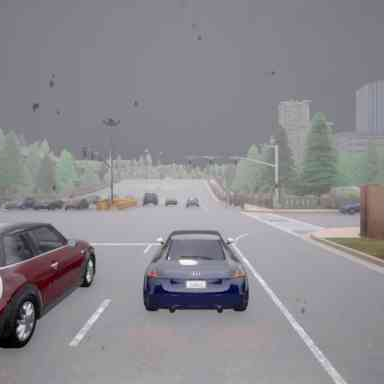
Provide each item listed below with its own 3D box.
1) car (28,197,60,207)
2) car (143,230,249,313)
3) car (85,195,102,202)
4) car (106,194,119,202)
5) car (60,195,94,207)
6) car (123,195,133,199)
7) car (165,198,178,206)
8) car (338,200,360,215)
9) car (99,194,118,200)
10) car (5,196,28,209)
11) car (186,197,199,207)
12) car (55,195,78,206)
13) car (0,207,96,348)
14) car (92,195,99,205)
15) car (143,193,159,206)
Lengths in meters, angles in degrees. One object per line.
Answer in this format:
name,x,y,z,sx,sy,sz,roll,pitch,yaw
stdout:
car,-17.588,1.548,40.990,2.033,1.411,5.357,0,0,0
car,0.078,1.564,7.739,1.994,1.385,4.181,0,0,0
car,-21.054,1.369,71.303,2.033,1.411,5.357,0,1,0
car,-17.566,1.237,73.580,1.837,1.490,4.892,0,2,0
car,-14.089,1.506,40.923,1.837,1.490,4.892,0,0,0
car,-14.062,1.330,72.769,1.994,1.385,4.181,0,2,0
car,-3.389,1.601,55.654,1.895,1.301,4.718,0,0,0
car,17.097,1.526,33.157,4.674,1.442,1.812,0,0,0
car,-14.075,1.491,57.890,2.128,1.511,4.902,0,0,0
car,-21.086,1.351,41.167,2.097,1.767,4.553,0,0,0
car,0.112,1.547,51.824,2.033,1.411,5.357,0,0,0
car,-21.071,1.351,55.944,2.097,1.767,4.553,0,0,0
car,-3.431,1.352,6.443,2.097,1.767,4.553,0,0,0
car,-17.570,1.492,58.344,2.128,1.511,4.902,0,0,0
car,-6.892,1.221,56.306,2.150,2.045,5.566,0,0,0
